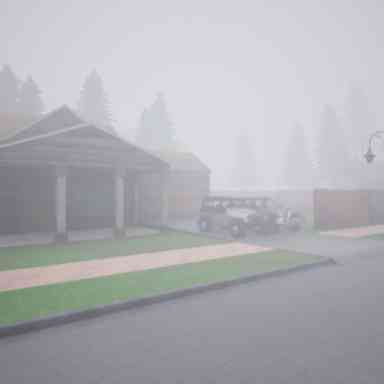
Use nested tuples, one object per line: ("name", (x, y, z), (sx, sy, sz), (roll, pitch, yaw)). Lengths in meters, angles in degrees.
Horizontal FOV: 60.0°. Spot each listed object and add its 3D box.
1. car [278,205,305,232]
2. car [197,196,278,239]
("car", (3.711, 1.148, 18.053), (1.932, 1.855, 4.605), (0, 0, -36))
("car", (1.902, 1.155, 16.264), (1.905, 1.878, 3.866), (0, 0, -36))
